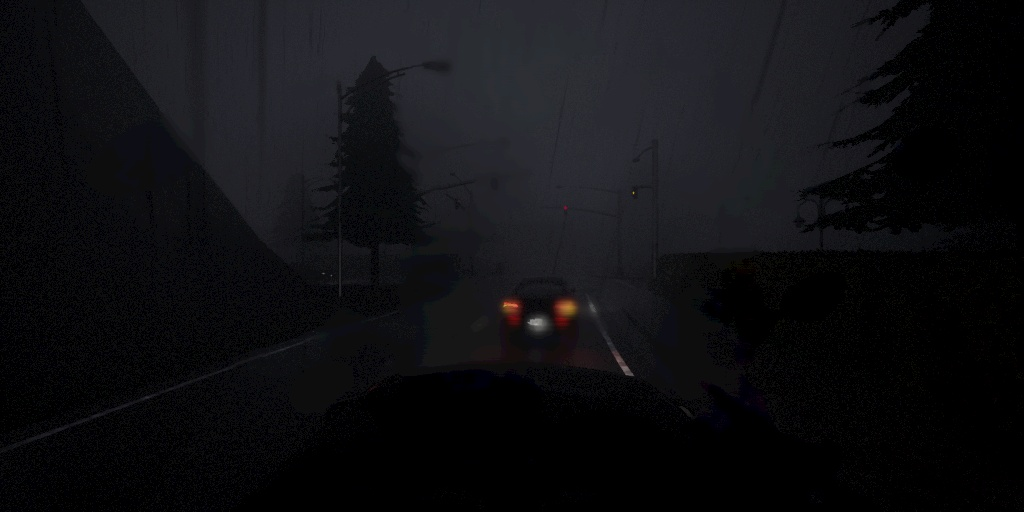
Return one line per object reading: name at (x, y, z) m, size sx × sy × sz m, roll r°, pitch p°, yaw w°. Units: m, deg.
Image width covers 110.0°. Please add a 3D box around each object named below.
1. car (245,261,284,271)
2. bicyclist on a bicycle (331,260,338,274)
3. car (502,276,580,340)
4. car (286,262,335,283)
car at (-34.319, 1.354, 49.969) m, size 1.895 × 1.301 × 4.718 m, roll 0°, pitch 0°, yaw 5°
bicyclist on a bicycle at (-17.423, 1.203, 35.244) m, size 0.582 × 1.620 × 1.656 m, roll 0°, pitch 0°, yaw 8°
car at (0.904, 1.276, 9.997) m, size 1.812 × 1.442 × 4.674 m, roll 0°, pitch 0°, yaw 9°
car at (-16.286, 1.255, 27.939) m, size 4.892 × 1.490 × 1.837 m, roll 0°, pitch 0°, yaw 9°
